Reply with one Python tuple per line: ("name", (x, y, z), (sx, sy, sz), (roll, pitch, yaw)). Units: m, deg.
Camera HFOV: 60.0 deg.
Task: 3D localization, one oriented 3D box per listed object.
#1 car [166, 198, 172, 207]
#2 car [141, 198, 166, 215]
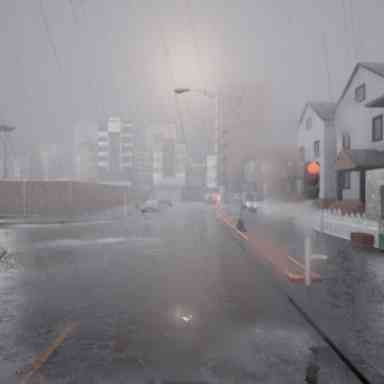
("car", (-4.138, 1.585, 50.950), (1.994, 1.385, 4.181), (0, 0, 0))
("car", (-4.137, 1.540, 34.790), (1.812, 1.442, 4.674), (0, 0, 0))
